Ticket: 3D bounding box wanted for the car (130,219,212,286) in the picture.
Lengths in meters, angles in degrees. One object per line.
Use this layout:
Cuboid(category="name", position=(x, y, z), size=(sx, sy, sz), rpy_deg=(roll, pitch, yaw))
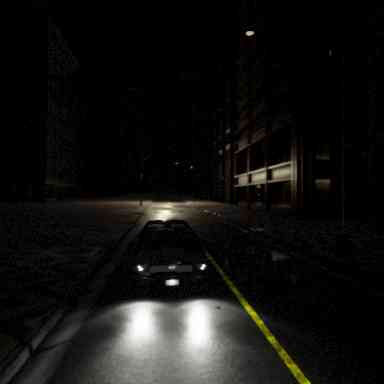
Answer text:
Cuboid(category="car", position=(-0.727, 1.532, 9.734), size=(2.033, 1.411, 5.357), rpy_deg=(0, 0, -7))
